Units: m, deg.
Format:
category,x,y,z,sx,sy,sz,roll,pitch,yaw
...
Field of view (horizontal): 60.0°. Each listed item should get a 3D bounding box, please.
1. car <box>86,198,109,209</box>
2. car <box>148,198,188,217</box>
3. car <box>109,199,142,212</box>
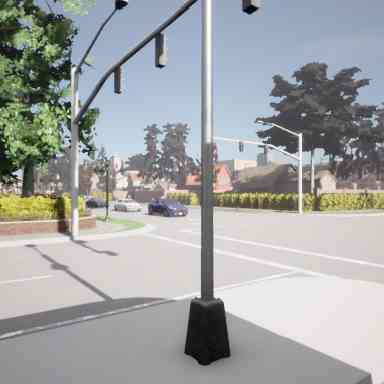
category,x,y,z,sx,sy,sz,roll,pitch,yaw
car,-13.174,1.547,46.360,2.033,1.411,5.357,0,0,-36
car,-2.319,1.352,31.354,2.097,1.767,4.553,0,0,-36
car,-7.543,1.526,38.577,1.812,1.442,4.674,0,0,-36
